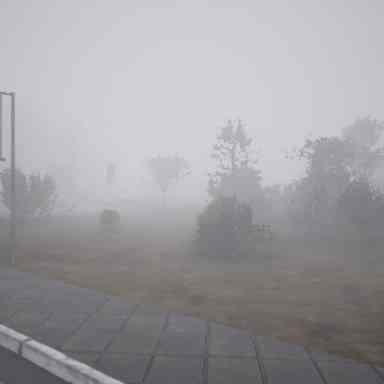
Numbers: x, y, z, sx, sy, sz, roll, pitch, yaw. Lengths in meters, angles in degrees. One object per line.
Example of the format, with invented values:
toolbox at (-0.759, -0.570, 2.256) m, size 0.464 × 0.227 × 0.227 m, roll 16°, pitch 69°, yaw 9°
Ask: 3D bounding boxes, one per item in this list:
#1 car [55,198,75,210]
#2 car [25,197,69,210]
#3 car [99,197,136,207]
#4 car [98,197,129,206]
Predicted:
car at (-17.045, 1.482, 41.538) m, size 2.128 × 1.511 × 4.902 m, roll 0°, pitch 0°, yaw 39°
car at (-19.291, 1.479, 44.329) m, size 2.128 × 1.511 × 4.902 m, roll 0°, pitch 0°, yaw 39°
car at (-10.583, 1.467, 49.557) m, size 2.033 × 1.411 × 5.357 m, roll 0°, pitch 1°, yaw 39°
car at (-12.399, 1.507, 52.879) m, size 1.895 × 1.301 × 4.718 m, roll 0°, pitch 1°, yaw 39°
